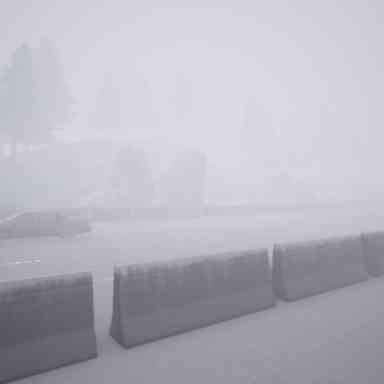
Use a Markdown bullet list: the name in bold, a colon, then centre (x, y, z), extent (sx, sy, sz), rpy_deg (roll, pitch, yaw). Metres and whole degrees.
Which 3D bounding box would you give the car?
- **car**: centre (-7.534, 1.584, 15.815), extent (5.357, 1.411, 2.033), rpy_deg (1, 0, -36)
